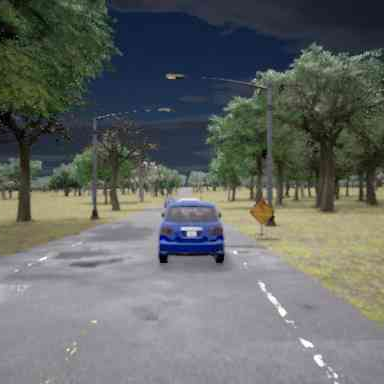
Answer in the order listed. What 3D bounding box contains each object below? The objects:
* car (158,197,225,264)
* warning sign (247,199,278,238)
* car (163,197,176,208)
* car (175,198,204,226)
[{"bbox_3d":[-0.025,1.357,12.553,2.150,2.045,5.566,0,0,0],"label":"car"},{"bbox_3d":[3.486,1.294,16.600,1.300,1.860,1.060,1,0,-1],"label":"warning sign"},{"bbox_3d":[-4.284,2.033,64.867,2.150,2.045,5.566,0,0,0],"label":"car"},{"bbox_3d":[-0.230,1.550,27.602,2.150,2.045,5.566,0,0,-1],"label":"car"}]
